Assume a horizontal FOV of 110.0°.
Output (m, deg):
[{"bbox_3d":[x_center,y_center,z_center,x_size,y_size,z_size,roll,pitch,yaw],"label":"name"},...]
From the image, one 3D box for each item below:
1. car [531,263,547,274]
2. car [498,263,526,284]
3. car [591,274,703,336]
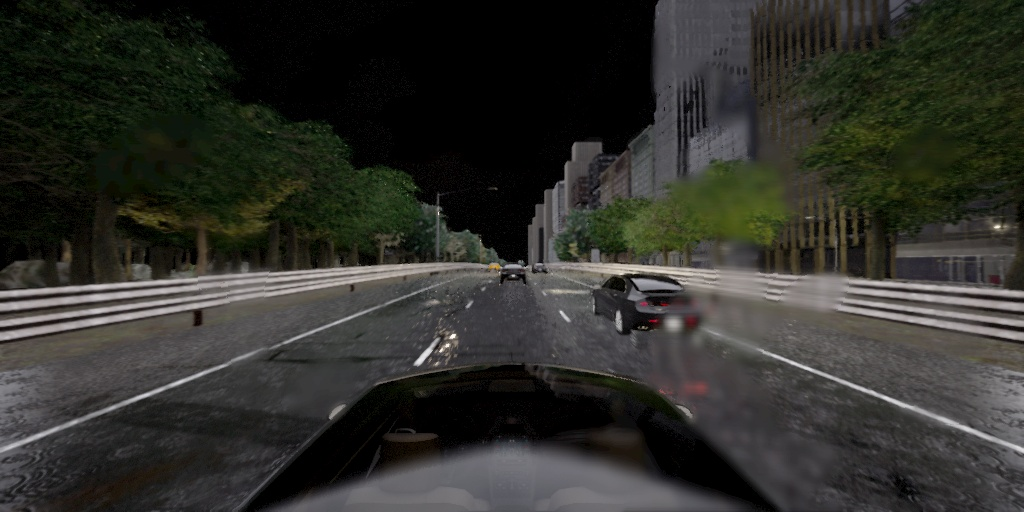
[{"bbox_3d":[3.584,1.627,48.052,1.812,1.442,4.674,0,-1,0],"label":"car"},{"bbox_3d":[0.091,1.301,28.156,1.882,1.535,5.008,0,-1,0],"label":"car"},{"bbox_3d":[3.599,1.259,10.397,1.837,1.490,4.892,0,0,0],"label":"car"}]
